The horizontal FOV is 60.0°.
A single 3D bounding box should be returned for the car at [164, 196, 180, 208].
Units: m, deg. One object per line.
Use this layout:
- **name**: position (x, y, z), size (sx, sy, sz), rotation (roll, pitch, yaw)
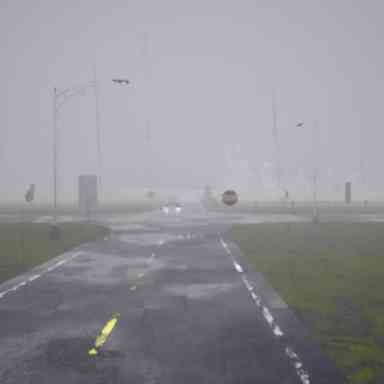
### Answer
- **car**: position (-2.764, 1.288, 47.527), size (2.097, 1.767, 4.553), rotation (0, -1, 0)
